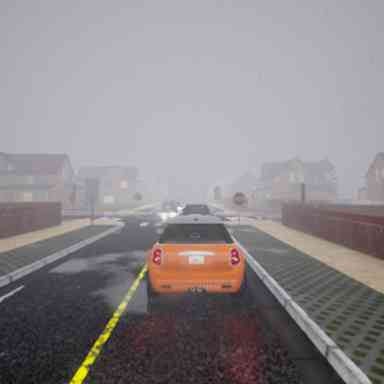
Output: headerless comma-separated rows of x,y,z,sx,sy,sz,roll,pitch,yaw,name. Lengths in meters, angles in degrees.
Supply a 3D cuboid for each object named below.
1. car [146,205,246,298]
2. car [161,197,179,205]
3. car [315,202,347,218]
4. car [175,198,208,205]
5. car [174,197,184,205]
0.084,1.399,8.823,2.097,1.767,4.553,0,0,0,car
-2.925,1.772,43.402,2.128,1.511,4.902,0,0,0,car
13.485,1.767,31.790,4.892,1.490,1.837,0,0,0,car
0.401,1.467,21.185,2.097,1.767,4.553,0,0,5,car
-2.890,1.934,74.253,2.097,1.767,4.553,0,-1,0,car
